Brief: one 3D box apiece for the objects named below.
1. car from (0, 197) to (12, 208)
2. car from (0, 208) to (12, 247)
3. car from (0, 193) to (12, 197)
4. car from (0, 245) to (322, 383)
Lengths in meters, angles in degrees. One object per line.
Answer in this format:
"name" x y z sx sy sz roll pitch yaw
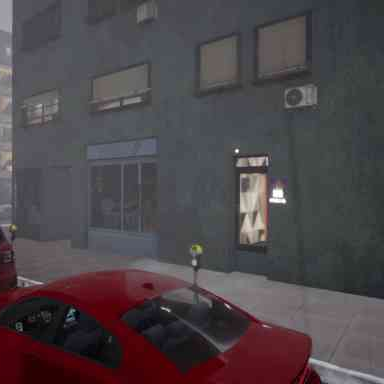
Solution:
"car" -17.666 1.368 28.598 1.895 1.301 4.718 1 1 34
"car" -5.546 1.314 6.742 5.009 1.841 2.192 0 0 35
"car" -18.566 1.031 31.833 2.192 1.841 5.009 2 2 35
"car" -1.018 1.544 3.571 4.507 1.381 1.887 0 0 35
